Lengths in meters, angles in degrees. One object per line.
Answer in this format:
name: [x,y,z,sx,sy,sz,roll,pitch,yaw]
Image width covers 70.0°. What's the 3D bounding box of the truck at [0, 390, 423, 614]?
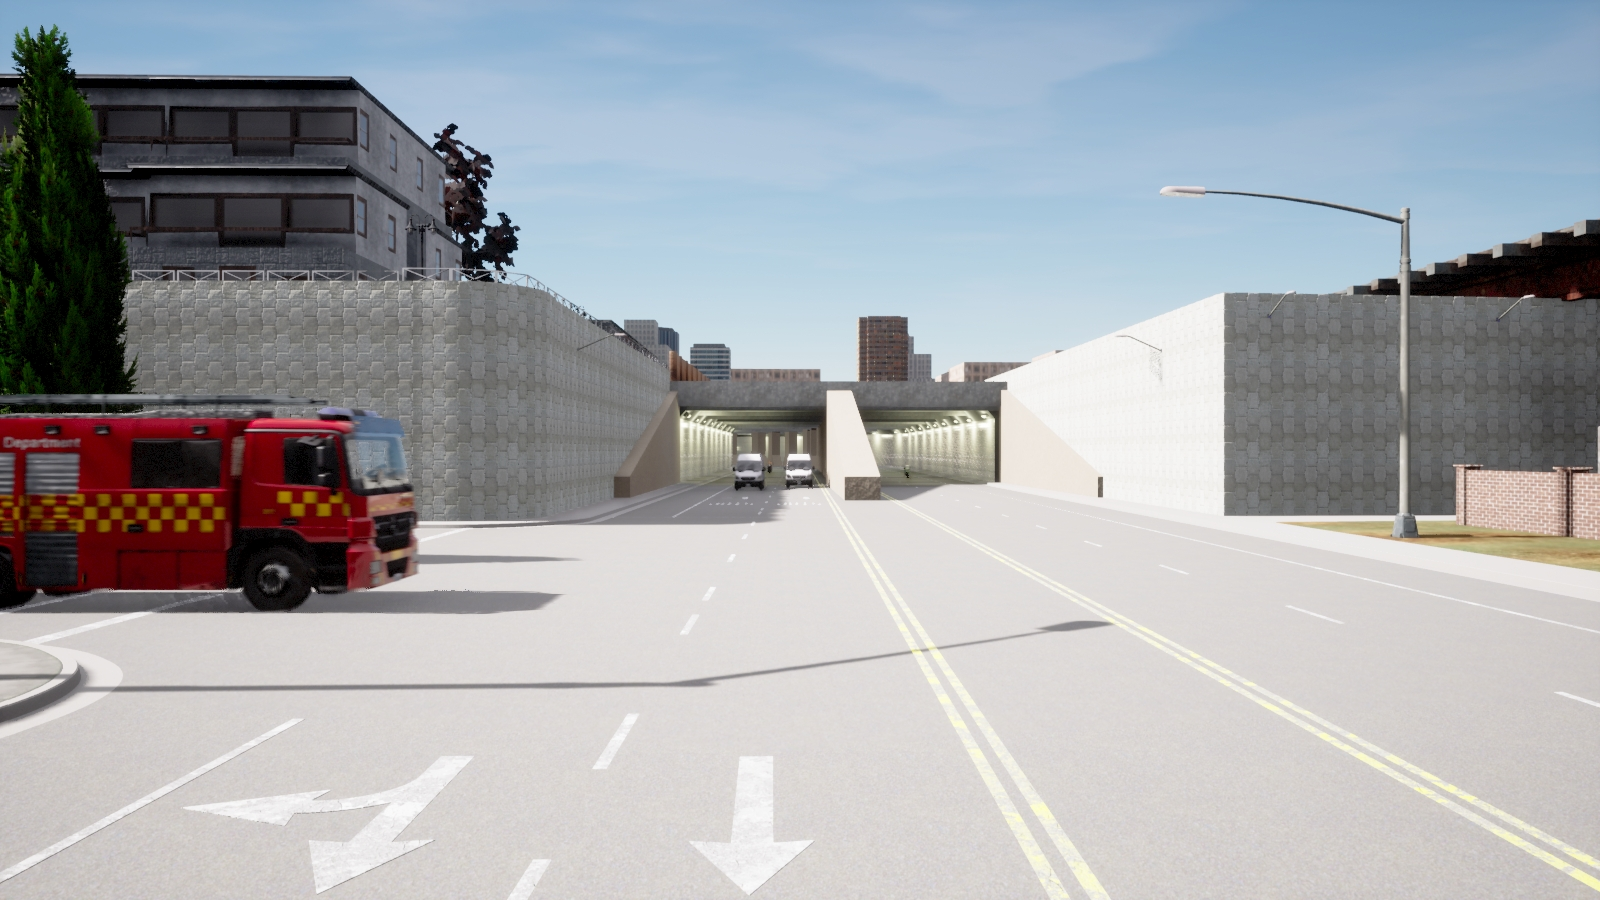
truck: [-11.636,0.890,21.010,8.468,3.827,2.891,0,0,0]
